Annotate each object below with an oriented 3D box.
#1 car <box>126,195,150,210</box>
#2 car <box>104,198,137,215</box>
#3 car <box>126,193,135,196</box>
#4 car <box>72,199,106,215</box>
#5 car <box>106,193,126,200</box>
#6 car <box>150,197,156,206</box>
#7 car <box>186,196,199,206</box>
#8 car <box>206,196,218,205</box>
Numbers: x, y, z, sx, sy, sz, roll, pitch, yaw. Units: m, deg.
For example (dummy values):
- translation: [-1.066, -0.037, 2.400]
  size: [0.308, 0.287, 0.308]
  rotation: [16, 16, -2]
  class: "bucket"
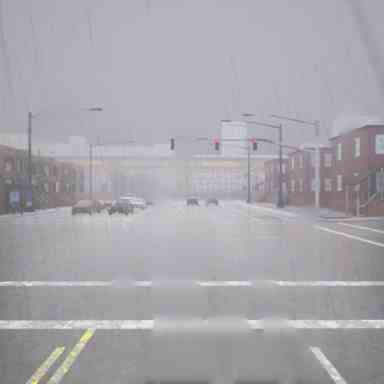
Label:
- translation: [-7.104, 1.526, 43.626]
  size: [1.812, 1.442, 4.674]
  rotation: [0, 0, 0]
  class: "car"
- translation: [-7.109, 1.601, 33.628]
  size: [1.895, 1.301, 4.718]
  rotation: [0, 0, 0]
  class: "car"
- translation: [-10.603, 1.222, 54.804]
  size: [2.150, 2.045, 5.566]
  rotation: [0, 0, -1]
  class: "car"
- translation: [-10.611, 1.478, 33.853]
  size: [1.882, 1.535, 5.008]
  rotation: [0, 0, 0]
  class: "car"
- translation: [-10.609, 1.352, 44.019]
  size: [2.097, 1.767, 4.553]
  rotation: [0, 0, 0]
  class: "car"
- translation: [-7.096, 1.547, 54.731]
  size: [2.033, 1.411, 5.357]
  rotation: [0, 0, 0]
  class: "car"
- translation: [0.081, 1.477, 56.335]
  size: [1.882, 1.535, 5.008]
  rotation: [0, 0, 0]
  class: "car"
- translation: [3.477, 1.505, 58.450]
  size: [1.837, 1.490, 4.892]
  rotation: [0, 0, 0]
  class: "car"
